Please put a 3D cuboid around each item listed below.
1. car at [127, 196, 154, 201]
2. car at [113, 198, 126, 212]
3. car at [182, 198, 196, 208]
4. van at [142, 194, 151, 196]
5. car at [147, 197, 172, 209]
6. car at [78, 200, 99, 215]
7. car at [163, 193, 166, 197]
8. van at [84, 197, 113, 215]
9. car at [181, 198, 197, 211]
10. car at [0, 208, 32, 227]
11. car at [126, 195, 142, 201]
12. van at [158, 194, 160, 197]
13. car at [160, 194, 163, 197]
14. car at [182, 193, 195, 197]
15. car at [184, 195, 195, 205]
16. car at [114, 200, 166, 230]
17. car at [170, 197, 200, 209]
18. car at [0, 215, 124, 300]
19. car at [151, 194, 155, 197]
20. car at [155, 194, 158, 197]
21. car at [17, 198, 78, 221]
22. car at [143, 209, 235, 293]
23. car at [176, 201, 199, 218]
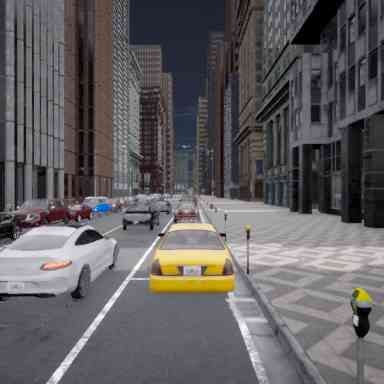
[{"bbox_3d":[-6.214,1.505,40.737,1.837,1.490,4.892,0,0,0],"label":"car"},{"bbox_3d":[-8.911,1.439,36.617,1.967,1.590,4.097,0,0,0],"label":"car"},{"bbox_3d":[-0.385,1.564,47.899,1.947,1.339,4.313,0,0,0],"label":"car"},{"bbox_3d":[-8.911,1.340,59.164,1.690,1.788,3.998,0,0,0],"label":"van"},{"bbox_3d":[-3.100,1.546,34.794,2.033,1.411,5.357,0,0,1],"label":"car"},{"bbox_3d":[-8.910,1.544,25.344,1.887,1.381,4.507,0,0,0],"label":"car"},{"bbox_3d":[-8.912,1.323,87.347,2.192,1.841,5.009,0,0,0],"label":"car"},{"bbox_3d":[-8.911,1.340,30.980,1.690,1.788,3.998,0,0,0],"label":"van"},{"bbox_3d":[-0.385,1.543,42.263,1.887,1.381,4.507,0,0,0],"label":"car"},{"bbox_3d":[-8.910,1.565,14.070,1.947,1.339,4.313,0,0,0],"label":"car"},{"bbox_3d":[-8.911,1.439,47.891,1.967,1.590,4.097,0,0,0],"label":"car"},{"bbox_3d":[-8.912,1.344,76.073,1.690,1.788,3.998,0,0,0],"label":"van"},{"bbox_3d":[-8.911,1.446,81.710,1.967,1.590,4.097,0,0,0],"label":"car"},{"bbox_3d":[-0.386,1.314,36.627,2.192,1.841,5.009,0,0,0],"label":"car"},{"bbox_3d":[-0.386,1.439,59.171,1.967,1.590,4.097,0,0,0],"label":"car"},{"bbox_3d":[-3.091,1.489,20.942,2.128,1.511,4.902,0,0,0],"label":"car"},{"bbox_3d":[-0.386,1.439,25.353,1.967,1.590,4.097,0,0,0],"label":"car"},{"bbox_3d":[-3.144,1.525,8.262,1.812,1.442,4.674,0,0,0],"label":"car"},{"bbox_3d":[-8.911,1.525,64.631,1.752,1.417,4.829,0,0,0],"label":"car"},{"bbox_3d":[-8.911,1.552,70.437,2.008,1.369,4.403,0,0,0],"label":"car"},{"bbox_3d":[-8.911,1.314,19.706,2.192,1.841,5.009,0,0,0],"label":"car"},{"bbox_3d":[0.005,1.456,8.840,1.801,1.575,5.366,0,0,0],"label":"car"},{"bbox_3d":[-0.385,1.565,30.990,1.947,1.339,4.313,0,0,0],"label":"car"}]
